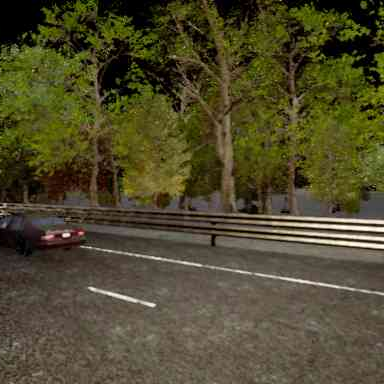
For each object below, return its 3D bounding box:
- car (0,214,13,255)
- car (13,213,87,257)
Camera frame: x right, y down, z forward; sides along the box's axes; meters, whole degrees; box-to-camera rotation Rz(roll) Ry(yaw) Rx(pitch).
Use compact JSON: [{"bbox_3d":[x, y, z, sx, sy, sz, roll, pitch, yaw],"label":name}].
[{"bbox_3d":[-7.620,1.192,9.429,5.566,2.045,2.150,0,0,36],"label":"car"},{"bbox_3d":[-6.340,1.515,12.817,5.357,1.411,2.033,0,0,35],"label":"car"}]
